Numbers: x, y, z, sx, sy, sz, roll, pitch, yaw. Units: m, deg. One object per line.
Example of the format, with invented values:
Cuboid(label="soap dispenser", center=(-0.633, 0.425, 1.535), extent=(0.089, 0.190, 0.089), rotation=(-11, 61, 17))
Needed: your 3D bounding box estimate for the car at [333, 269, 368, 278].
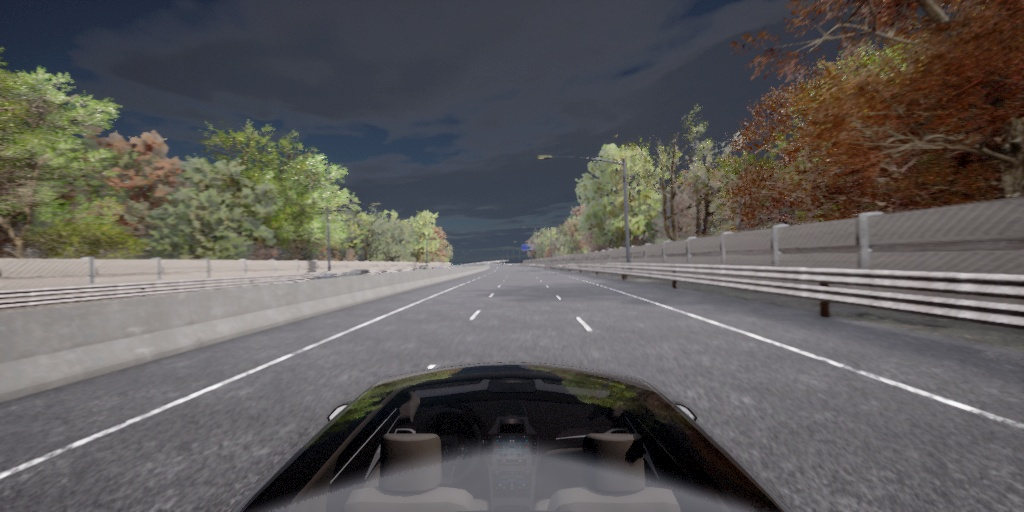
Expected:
Cuboid(label="car", center=(-16.616, 2.229, 38.301), extent=(2.097, 1.767, 4.553), rotation=(-2, -1, 1))

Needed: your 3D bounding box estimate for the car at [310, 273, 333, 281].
Cuboid(label="car", center=(-20.095, 2.585, 38.864), extent=(1.994, 1.385, 4.181), rotation=(-2, -1, 1))

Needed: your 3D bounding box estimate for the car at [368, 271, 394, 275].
Cuboid(label="car", center=(-13.108, 2.338, 38.033), extent=(1.895, 1.301, 4.718), rotation=(-2, -1, 1))
